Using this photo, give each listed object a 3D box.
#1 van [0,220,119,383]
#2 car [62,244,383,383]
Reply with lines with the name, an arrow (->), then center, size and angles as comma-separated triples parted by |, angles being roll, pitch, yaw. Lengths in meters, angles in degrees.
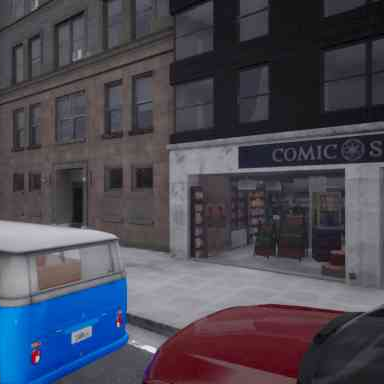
van -> -2.723, 1.341, 4.755 | 3.998, 1.788, 1.690 | 0, 0, 36
car -> 1.899, 1.315, 1.456 | 5.009, 1.841, 2.192 | 0, 0, 36
